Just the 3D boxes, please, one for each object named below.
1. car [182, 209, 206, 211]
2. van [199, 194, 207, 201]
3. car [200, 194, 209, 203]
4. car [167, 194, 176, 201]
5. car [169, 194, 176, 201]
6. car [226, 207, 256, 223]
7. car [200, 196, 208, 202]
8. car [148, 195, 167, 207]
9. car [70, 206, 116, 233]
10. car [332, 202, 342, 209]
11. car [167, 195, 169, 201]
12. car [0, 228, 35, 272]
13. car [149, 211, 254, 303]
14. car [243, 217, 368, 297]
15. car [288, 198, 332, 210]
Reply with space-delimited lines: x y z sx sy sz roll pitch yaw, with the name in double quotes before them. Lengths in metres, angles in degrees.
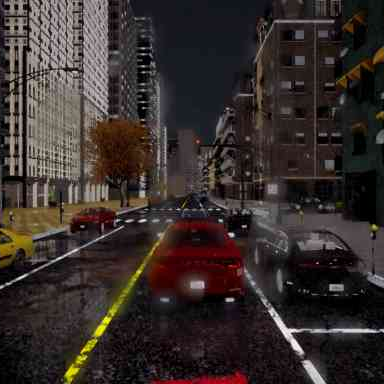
"car" 0.110 1.605 18.385 1.895 1.301 4.718 0 0 0
"van" 2.796 1.424 84.981 1.690 1.788 3.998 0 0 0
"car" 2.782 1.630 73.934 1.947 1.339 4.313 0 0 0
"car" -5.578 1.409 90.514 2.192 1.841 5.009 0 0 0
"car" -5.585 1.649 84.992 1.947 1.339 4.313 0 0 0
"car" 2.713 1.555 19.455 2.008 1.369 4.403 0 0 0
"car" 2.789 1.599 79.627 1.752 1.417 4.829 0 0 0
"car" -5.627 1.349 51.854 2.192 1.841 5.009 0 0 0
"car" -5.667 1.549 19.466 1.887 1.381 4.507 0 0 0
"car" 18.871 1.259 38.895 4.829 1.417 1.752 -1 1 0
"car" -5.619 1.607 57.377 1.947 1.339 4.313 0 0 0
"car" -5.681 1.526 8.230 1.752 1.417 4.829 0 0 0
"car" 0.102 1.478 8.294 1.882 1.535 5.008 0 0 0
"car" 2.700 1.551 8.389 2.008 1.369 4.403 0 0 0
"car" 13.475 1.359 38.848 4.403 1.369 2.008 -1 1 0
